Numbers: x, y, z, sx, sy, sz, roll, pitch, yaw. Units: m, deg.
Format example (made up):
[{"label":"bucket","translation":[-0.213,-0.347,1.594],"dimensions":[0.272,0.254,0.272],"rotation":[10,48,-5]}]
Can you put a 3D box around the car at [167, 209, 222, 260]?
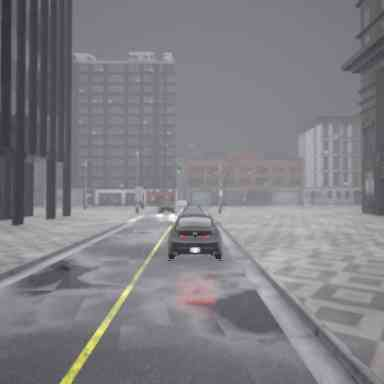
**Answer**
[{"label":"car","translation":[0.099,1.590,12.781],"dimensions":[1.837,1.490,4.892],"rotation":[0,-1,0]}]

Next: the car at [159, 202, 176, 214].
[{"label":"car","translation":[-3.016,1.927,41.016],"dimensions":[1.895,1.301,4.718],"rotation":[0,-1,0]}]

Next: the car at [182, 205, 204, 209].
[{"label":"car","translation":[0.098,1.778,28.426],"dimensions":[1.994,1.385,4.181],"rotation":[0,-1,0]}]
